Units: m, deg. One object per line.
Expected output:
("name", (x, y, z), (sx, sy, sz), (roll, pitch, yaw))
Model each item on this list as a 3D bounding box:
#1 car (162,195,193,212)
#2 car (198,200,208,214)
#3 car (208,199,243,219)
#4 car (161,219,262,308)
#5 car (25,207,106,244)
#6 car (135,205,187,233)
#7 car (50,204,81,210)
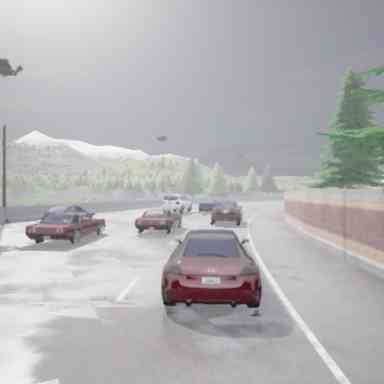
("car", (-1.588, 1.315, 37.233), (2.150, 2.045, 5.566), (0, 0, 16))
("car", (2.116, 1.577, 37.353), (1.882, 1.535, 5.008), (0, 0, 16))
("car", (2.720, 1.421, 25.161), (2.097, 1.767, 4.553), (0, 0, 11))
("car", (0.473, 1.586, 8.063), (1.994, 1.385, 4.181), (0, 0, 4))
("car", (-5.799, 1.634, 16.042), (1.895, 1.301, 4.718), (0, 0, 6))
("car", (-1.808, 1.649, 19.751), (1.895, 1.301, 4.718), (0, 0, 8))
("car", (-8.393, 1.571, 22.809), (1.812, 1.442, 4.674), (0, 0, 9))
